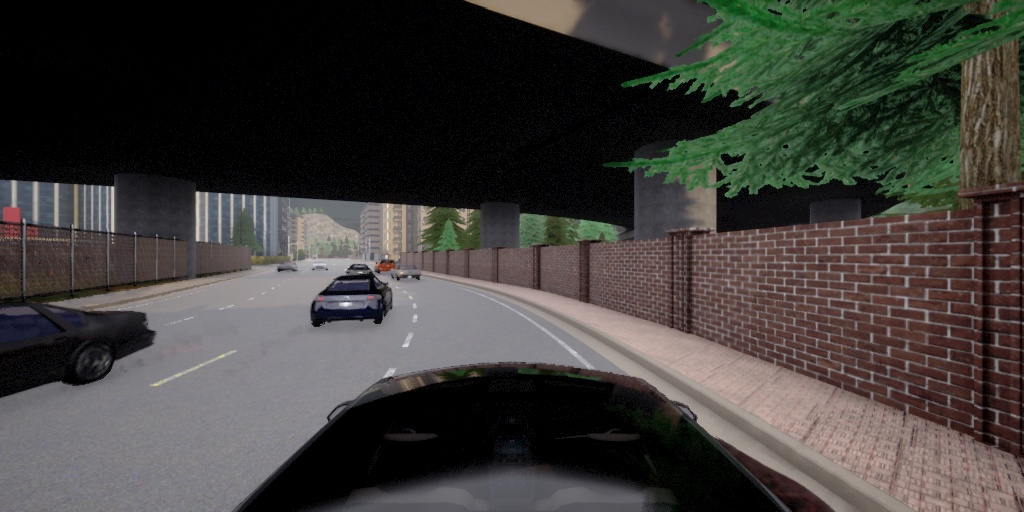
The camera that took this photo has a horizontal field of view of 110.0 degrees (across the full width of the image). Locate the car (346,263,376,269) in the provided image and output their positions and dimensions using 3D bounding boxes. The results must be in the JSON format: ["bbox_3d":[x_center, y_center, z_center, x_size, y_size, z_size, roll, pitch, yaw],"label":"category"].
[{"bbox_3d":[-13.116,1.330,30.715,1.994,1.385,4.181,0,0,-26],"label":"car"}]

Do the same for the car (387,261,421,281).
[{"bbox_3d":[-9.165,1.366,30.661,1.895,1.301,4.718,0,0,-26],"label":"car"}]

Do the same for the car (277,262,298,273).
[{"bbox_3d":[-28.290,1.378,45.203,1.895,1.301,4.718,0,0,-26],"label":"car"}]

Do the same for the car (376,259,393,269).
[{"bbox_3d":[-14.765,1.125,41.891,2.097,1.767,4.553,0,0,-26],"label":"car"}]

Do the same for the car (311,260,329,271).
[{"bbox_3d":[-26.334,1.304,49.186,1.812,1.442,4.674,0,0,-26],"label":"car"}]

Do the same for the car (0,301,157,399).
[{"bbox_3d":[-7.299,1.299,4.225,2.033,1.411,5.357,0,0,-7],"label":"car"}]

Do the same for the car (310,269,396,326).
[{"bbox_3d":[-5.136,1.319,11.918,1.994,1.385,4.181,0,0,-14],"label":"car"}]
